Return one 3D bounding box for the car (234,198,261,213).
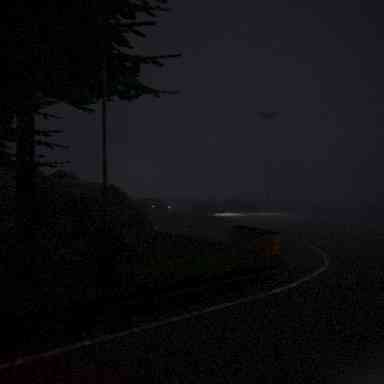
[{"bbox_3d":[5.452,1.429,36.813,1.882,1.535,5.008,-1,0,-36],"label":"car"}]

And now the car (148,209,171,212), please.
[{"bbox_3d":[-3.879,1.402,31.786,2.097,1.767,4.553,-1,0,-36],"label":"car"}]
